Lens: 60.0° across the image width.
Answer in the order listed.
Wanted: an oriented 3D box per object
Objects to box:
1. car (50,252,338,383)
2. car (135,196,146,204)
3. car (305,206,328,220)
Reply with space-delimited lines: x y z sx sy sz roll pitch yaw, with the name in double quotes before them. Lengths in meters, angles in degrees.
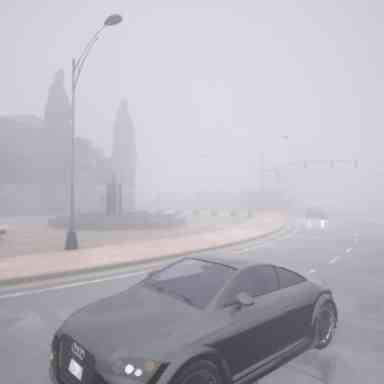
"car" 0.312 1.623 4.681 4.181 1.385 1.994 1 -1 -42
"car" -13.628 2.281 81.584 1.970 1.475 3.806 0 -1 19
"car" 12.814 2.099 34.420 1.994 1.385 4.181 0 -1 17
